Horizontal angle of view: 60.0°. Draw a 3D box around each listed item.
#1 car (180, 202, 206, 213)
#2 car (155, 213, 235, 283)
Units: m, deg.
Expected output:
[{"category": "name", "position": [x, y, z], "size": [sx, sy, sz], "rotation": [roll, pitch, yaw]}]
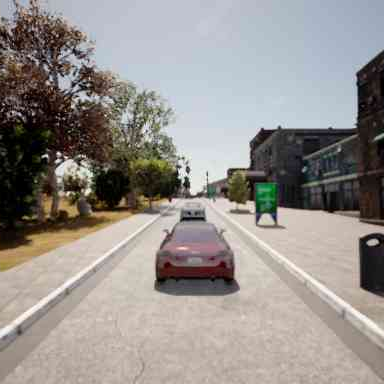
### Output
[{"category": "car", "position": [0.085, 1.442, 24.514], "size": [2.033, 1.411, 5.357], "rotation": [0, 0, 0]}, {"category": "car", "position": [0.073, 1.530, 9.627], "size": [1.994, 1.385, 4.181], "rotation": [0, 0, 0]}]
